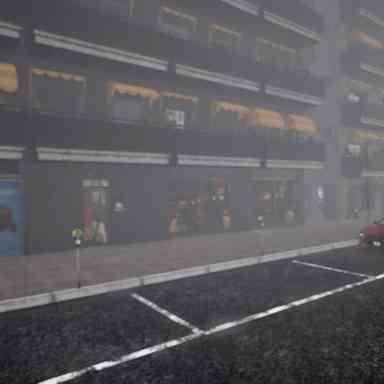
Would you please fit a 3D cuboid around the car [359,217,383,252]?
[{"bbox_3d":[7.886,1.430,12.199,4.507,1.381,1.887,-1,0,-36],"label":"car"}]
